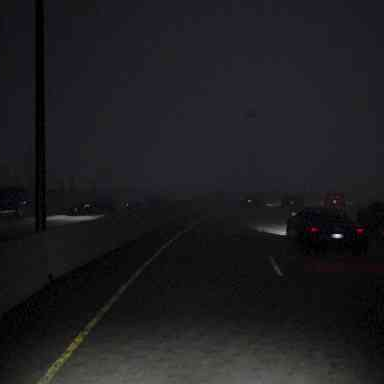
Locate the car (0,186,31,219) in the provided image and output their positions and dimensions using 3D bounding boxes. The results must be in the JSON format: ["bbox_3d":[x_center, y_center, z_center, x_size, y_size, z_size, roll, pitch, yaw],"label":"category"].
[{"bbox_3d":[-12.016,0.689,19.664,2.150,2.045,5.566,0,1,11],"label":"car"}]

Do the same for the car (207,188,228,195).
[{"bbox_3d":[4.544,0.023,59.198,1.895,1.301,4.718,1,2,34],"label":"car"}]

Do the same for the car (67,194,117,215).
[{"bbox_3d":[-7.267,0.857,24.730,1.812,1.442,4.674,0,2,15],"label":"car"}]

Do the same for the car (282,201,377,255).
[{"bbox_3d":[4.629,1.230,11.921,1.994,1.385,4.181,0,2,8],"label":"car"}]

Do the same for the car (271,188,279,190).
[{"bbox_3d":[16.058,-0.152,62.864,1.994,1.385,4.181,1,2,40],"label":"car"}]

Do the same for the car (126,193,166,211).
[{"bbox_3d":[-3.401,0.827,25.653,1.812,1.442,4.674,0,2,16],"label":"car"}]

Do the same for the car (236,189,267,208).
[{"bbox_3d":[5.724,0.708,30.897,1.994,1.385,4.181,0,2,21],"label":"car"}]

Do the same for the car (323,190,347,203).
[{"bbox_3d":[14.137,0.567,32.915,1.837,1.490,4.892,0,2,23],"label":"car"}]

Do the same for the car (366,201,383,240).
[{"bbox_3d":[8.507,1.104,14.197,1.837,1.490,4.892,0,2,9],"label":"car"}]

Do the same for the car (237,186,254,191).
[{"bbox_3d":[9.832,-0.282,60.555,2.097,1.767,4.553,1,2,37],"label":"car"}]

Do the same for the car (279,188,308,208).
[{"bbox_3d":[9.065,0.646,29.620,1.882,1.535,5.008,0,2,20],"label":"car"}]

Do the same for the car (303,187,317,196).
[{"bbox_3d":[19.595,-0.073,56.236,2.163,1.488,4.792,1,2,37],"label":"car"}]
